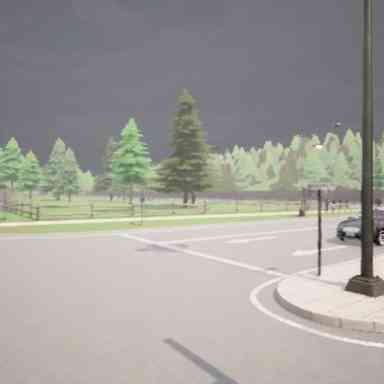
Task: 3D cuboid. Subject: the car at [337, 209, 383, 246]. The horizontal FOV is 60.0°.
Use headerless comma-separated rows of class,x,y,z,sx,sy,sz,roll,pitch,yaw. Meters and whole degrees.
car,8.851,1.572,15.833,4.902,1.511,2.128,0,0,-35
